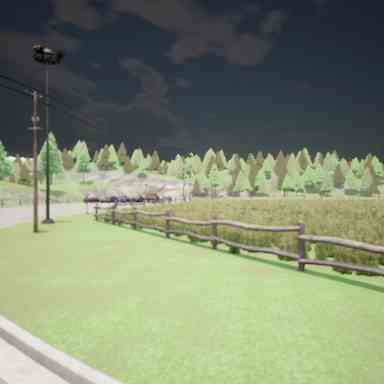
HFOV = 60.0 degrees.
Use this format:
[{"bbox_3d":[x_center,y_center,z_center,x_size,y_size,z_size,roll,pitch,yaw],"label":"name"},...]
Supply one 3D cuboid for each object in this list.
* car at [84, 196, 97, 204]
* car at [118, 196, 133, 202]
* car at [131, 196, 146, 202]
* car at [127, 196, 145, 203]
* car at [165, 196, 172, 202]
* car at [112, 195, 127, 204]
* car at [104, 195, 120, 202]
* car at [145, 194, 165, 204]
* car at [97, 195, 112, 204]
[{"bbox_3d":[-21.729,1.713,72.470,1.882,1.535,5.008,0,0,10],"label":"car"},{"bbox_3d":[-16.429,1.687,82.132,1.895,1.301,4.718,0,0,10],"label":"car"},{"bbox_3d":[-12.990,1.618,81.481,2.033,1.411,5.357,0,0,10],"label":"car"},{"bbox_3d":[-11.396,1.673,70.605,1.882,1.535,5.008,0,0,10],"label":"car"},{"bbox_3d":[-6.101,1.604,80.237,1.994,1.385,4.181,0,0,10],"label":"car"},{"bbox_3d":[-14.748,1.567,71.744,2.097,1.767,4.553,0,0,10],"label":"car"},{"bbox_3d":[-19.879,1.583,82.725,1.882,1.535,5.008,0,0,10],"label":"car"},{"bbox_3d":[-7.861,1.684,70.486,1.837,1.490,4.892,0,0,10],"label":"car"},{"bbox_3d":[-18.211,1.786,72.258,1.994,1.385,4.181,0,0,10],"label":"car"}]
